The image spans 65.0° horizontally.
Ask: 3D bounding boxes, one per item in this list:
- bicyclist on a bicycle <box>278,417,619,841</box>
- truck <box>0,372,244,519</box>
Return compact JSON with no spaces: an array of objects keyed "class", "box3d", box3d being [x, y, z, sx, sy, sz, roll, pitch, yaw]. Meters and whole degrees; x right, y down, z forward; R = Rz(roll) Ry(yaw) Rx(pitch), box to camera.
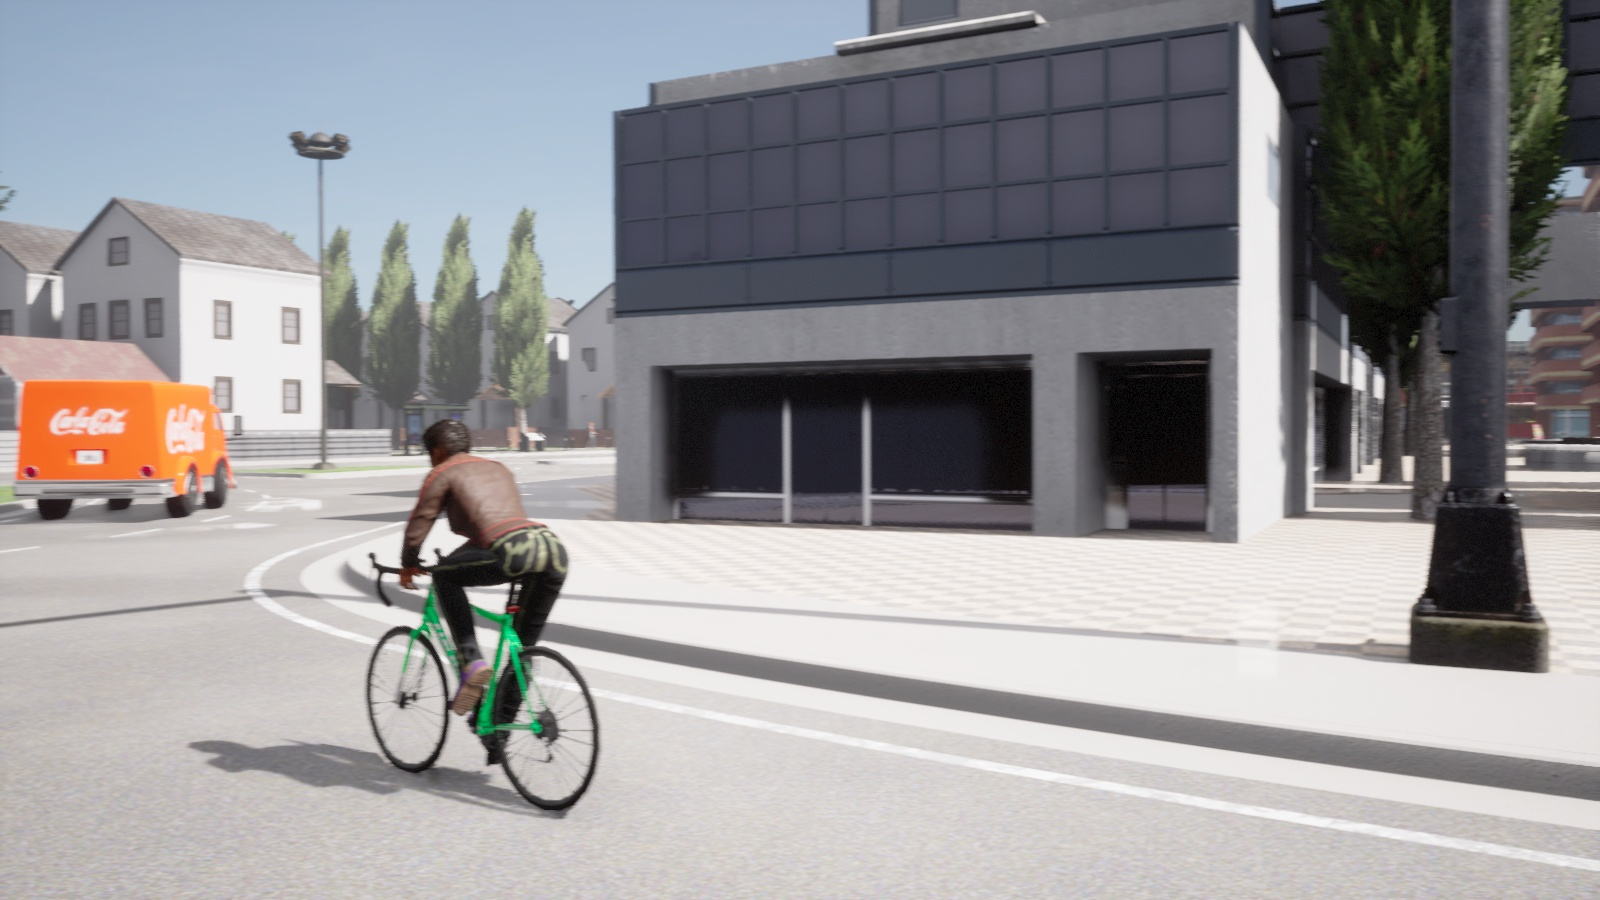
[{"class":"bicyclist on a bicycle","box3d":[-1.586,0.676,5.533,1.656,1.620,0.582,0,1,38]},{"class":"truck","box3d":[-12.628,-0.123,23.827,2.627,2.467,5.204,0,1,-10]}]
